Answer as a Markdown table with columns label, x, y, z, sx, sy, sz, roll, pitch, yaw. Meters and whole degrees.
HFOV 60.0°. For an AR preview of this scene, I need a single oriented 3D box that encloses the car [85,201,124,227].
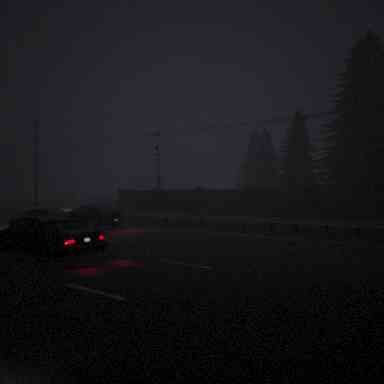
| label | x | y | z | sx | sy | sz | roll | pitch | yaw |
| --- | --- | --- | --- | --- | --- | --- | --- | --- | --- |
| car | -6.615 | 1.556 | 21.605 | 5.008 | 1.535 | 1.882 | 0 | 0 | 36 |

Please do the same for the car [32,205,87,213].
| label | x | y | z | sx | sy | sz | roll | pitch | yaw |
| --- | --- | --- | --- | --- | --- | --- | --- | --- | --- |
| car | -8.218 | 1.602 | 18.434 | 4.674 | 1.442 | 1.812 | 0 | 0 | 35 |

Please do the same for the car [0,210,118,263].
| label | x | y | z | sx | sy | sz | roll | pitch | yaw |
| --- | --- | --- | --- | --- | --- | --- | --- | --- | --- |
| car | -5.401 | 1.597 | 12.136 | 5.357 | 1.411 | 2.033 | 0 | 0 | 36 |

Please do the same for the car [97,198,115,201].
| label | x | y | z | sx | sy | sz | roll | pitch | yaw |
| --- | --- | --- | --- | --- | --- | --- | --- | --- | --- |
| car | -13.968 | 1.733 | 52.984 | 5.357 | 1.411 | 2.033 | 0 | 0 | -29 |
